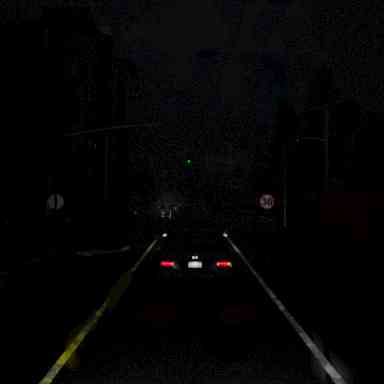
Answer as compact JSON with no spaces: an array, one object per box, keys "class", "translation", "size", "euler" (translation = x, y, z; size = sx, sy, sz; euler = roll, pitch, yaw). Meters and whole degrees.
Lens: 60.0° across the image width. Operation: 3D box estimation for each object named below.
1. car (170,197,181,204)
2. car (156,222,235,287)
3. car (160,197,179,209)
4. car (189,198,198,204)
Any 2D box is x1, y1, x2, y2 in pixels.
[{"class":"car","translation":[-3.350,1.766,68.766],"size":[2.033,1.411,5.357],"euler":[0,0,0]},{"class":"car","translation":[0.084,1.578,9.465],"size":[2.033,1.411,5.357],"euler":[0,0,0]},{"class":"car","translation":[-3.489,1.645,48.183],"size":[2.128,1.511,4.902],"euler":[0,0,0]},{"class":"car","translation":[0.253,1.822,69.525],"size":[1.895,1.301,4.718],"euler":[0,0,0]}]
